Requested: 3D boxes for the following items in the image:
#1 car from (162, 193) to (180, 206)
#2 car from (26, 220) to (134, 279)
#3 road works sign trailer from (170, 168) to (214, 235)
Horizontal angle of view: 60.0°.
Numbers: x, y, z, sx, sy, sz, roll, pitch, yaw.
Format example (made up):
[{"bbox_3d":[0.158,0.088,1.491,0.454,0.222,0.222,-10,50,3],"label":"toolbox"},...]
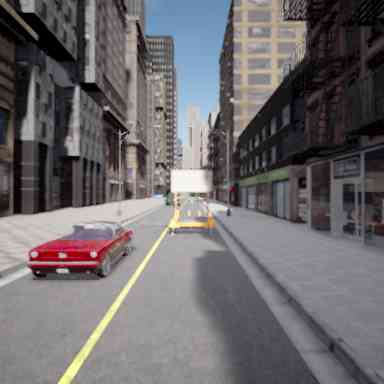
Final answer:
[{"bbox_3d":[-3.060,1.224,53.917,2.150,2.045,5.566,0,0,1],"label":"car"},{"bbox_3d":[-3.102,1.592,10.192,1.895,1.301,4.718,0,0,0],"label":"car"},{"bbox_3d":[0.002,0.450,18.729,2.380,3.560,2.880,0,0,0],"label":"road works sign trailer"}]
